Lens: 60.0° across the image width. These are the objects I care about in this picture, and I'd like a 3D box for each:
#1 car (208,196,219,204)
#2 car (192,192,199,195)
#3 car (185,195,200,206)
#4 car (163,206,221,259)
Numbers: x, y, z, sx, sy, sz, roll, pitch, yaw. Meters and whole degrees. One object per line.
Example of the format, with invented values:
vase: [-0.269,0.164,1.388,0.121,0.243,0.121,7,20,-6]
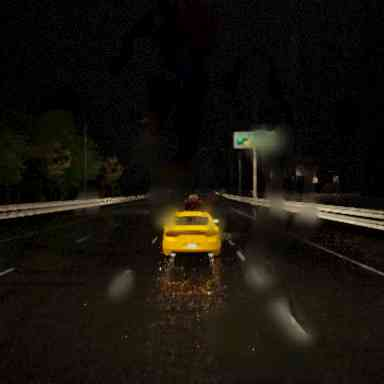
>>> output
car: [3.851,1.438,60.557,1.882,1.535,5.008,0,0,1]
car: [0.387,1.380,72.273,1.882,1.535,5.008,0,0,1]
car: [0.096,1.486,42.284,1.882,1.535,5.008,0,0,0]
car: [-0.005,1.494,12.632,1.882,1.535,5.008,0,0,0]
